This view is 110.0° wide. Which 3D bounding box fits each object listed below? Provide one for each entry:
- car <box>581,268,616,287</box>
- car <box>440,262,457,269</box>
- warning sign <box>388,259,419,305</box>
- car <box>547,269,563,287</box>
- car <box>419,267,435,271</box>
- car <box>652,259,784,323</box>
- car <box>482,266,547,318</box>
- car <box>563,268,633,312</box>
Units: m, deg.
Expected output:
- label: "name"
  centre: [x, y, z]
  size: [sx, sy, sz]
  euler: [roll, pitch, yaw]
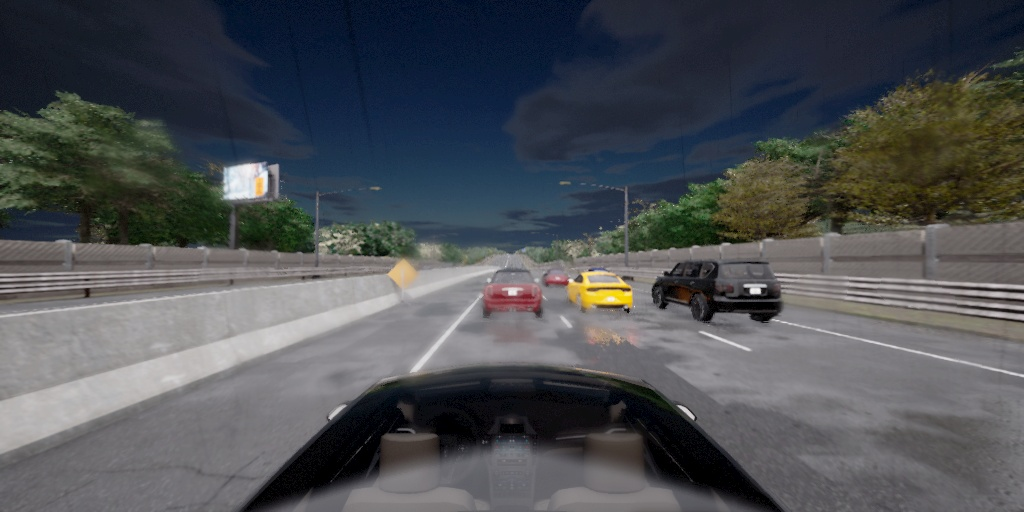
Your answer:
- label: "car"
  centre: [7.053, 1.724, 29.830]
  size: [1.812, 1.442, 4.674]
  euler: [0, -1, 1]
- label: "car"
  centre: [-10.539, 2.092, 59.629]
  size: [2.150, 2.045, 5.566]
  euler: [0, -1, 1]
- label: "warning sign"
  centre: [-4.550, 1.048, 14.940]
  size: [1.300, 1.860, 1.060]
  euler: [0, 0, 0]
- label: "car"
  centre: [3.550, 1.755, 29.370]
  size: [1.994, 1.385, 4.181]
  euler: [0, -1, 0]
- label: "car"
  centre: [-14.039, 2.434, 59.567]
  size: [1.994, 1.385, 4.181]
  euler: [0, -1, 1]
- label: "car"
  centre: [7.034, 1.128, 13.002]
  size: [2.150, 2.045, 5.566]
  euler: [0, -1, 1]
- label: "car"
  centre: [0.047, 1.271, 14.018]
  size: [2.097, 1.767, 4.553]
  euler: [0, -1, 1]
- label: "car"
  centre: [3.554, 1.417, 15.271]
  size: [1.882, 1.535, 5.008]
  euler: [0, -1, 0]
